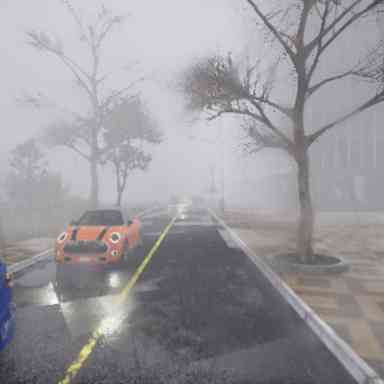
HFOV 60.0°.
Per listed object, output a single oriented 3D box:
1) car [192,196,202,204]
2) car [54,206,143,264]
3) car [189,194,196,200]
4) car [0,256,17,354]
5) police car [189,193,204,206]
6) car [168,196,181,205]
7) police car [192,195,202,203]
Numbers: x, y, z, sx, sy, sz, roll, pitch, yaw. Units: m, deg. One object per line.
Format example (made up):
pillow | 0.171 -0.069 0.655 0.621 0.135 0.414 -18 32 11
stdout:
car | 0.969 1.476 63.934 1.837 1.490 4.892 0 0 0
car | -3.077 1.346 11.807 2.097 1.767 4.553 0 0 0
car | 0.100 1.347 89.487 1.812 1.442 4.674 0 0 0
car | -3.098 1.219 1.575 2.150 2.045 5.566 0 0 0
police car | 0.959 1.402 54.044 1.930 1.638 5.238 0 0 0
car | -2.981 1.497 57.478 1.812 1.442 4.674 0 0 1
police car | 0.977 1.393 70.044 1.930 1.638 5.238 0 0 0
